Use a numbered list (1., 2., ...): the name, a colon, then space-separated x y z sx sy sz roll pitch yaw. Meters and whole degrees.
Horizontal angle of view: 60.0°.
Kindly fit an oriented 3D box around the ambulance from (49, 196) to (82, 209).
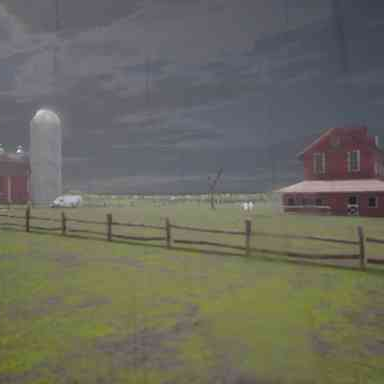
1. ambulance: -24.902 1.994 65.743 2.351 2.431 6.366 -1 -1 35
